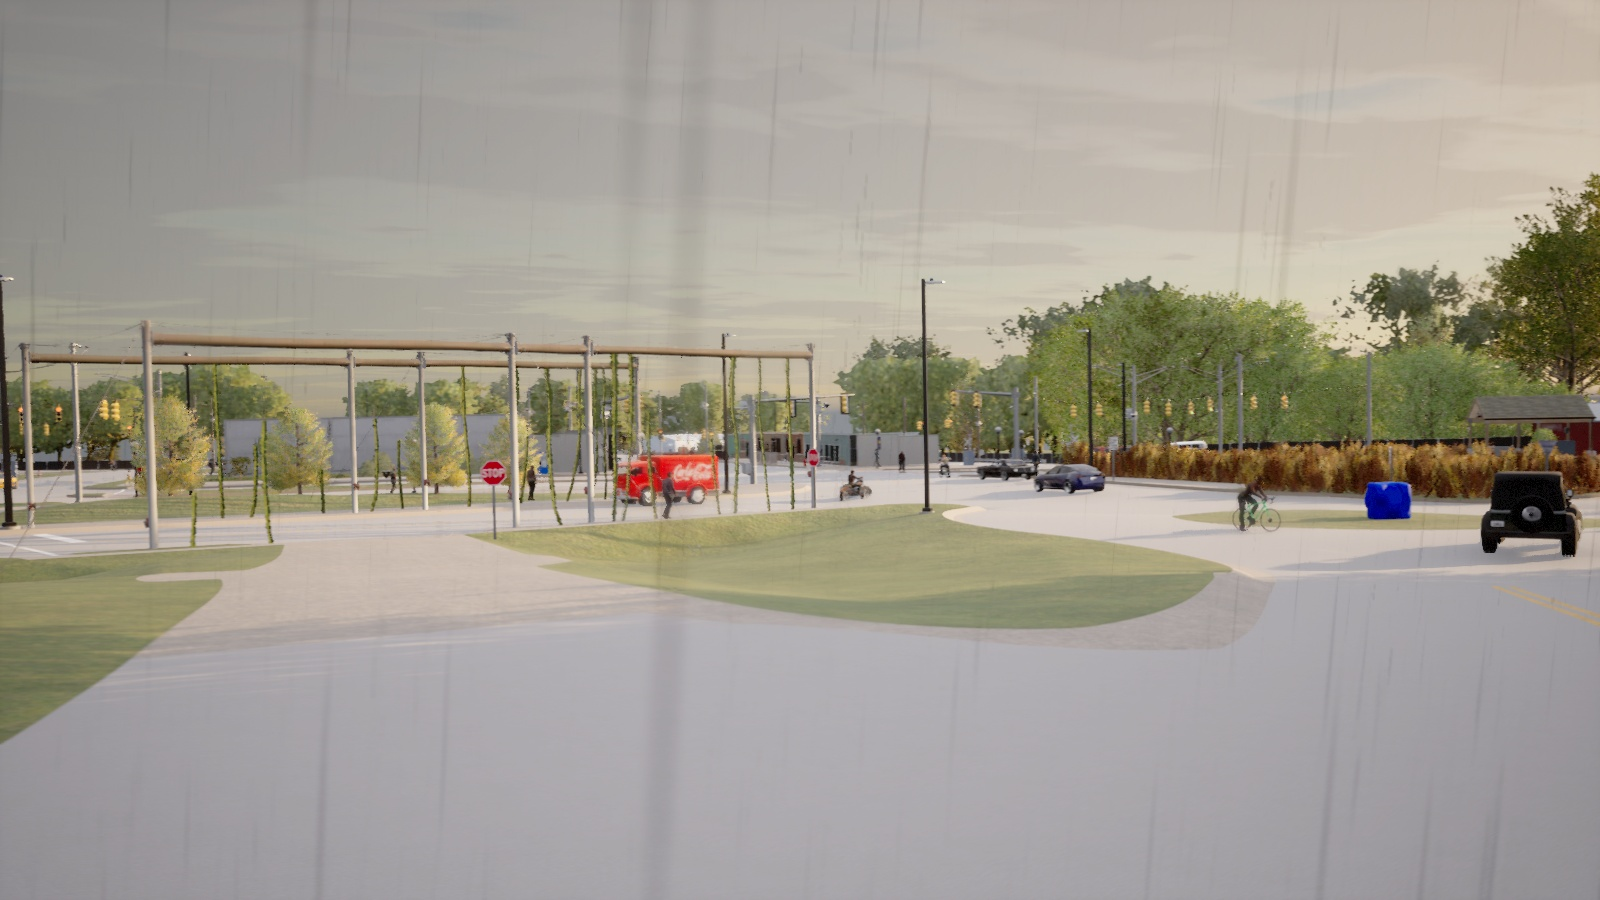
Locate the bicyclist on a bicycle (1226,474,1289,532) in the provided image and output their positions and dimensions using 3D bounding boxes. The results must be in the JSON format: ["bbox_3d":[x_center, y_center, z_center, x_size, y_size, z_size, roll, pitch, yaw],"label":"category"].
[{"bbox_3d":[13.309,1.524,36.595,0.582,1.620,1.656,-1,0,-34],"label":"bicyclist on a bicycle"}]

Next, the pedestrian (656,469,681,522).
[{"bbox_3d":[-4.964,1.705,47.434,0.423,1.949,0.788,0,2,42],"label":"pedestrian"}]

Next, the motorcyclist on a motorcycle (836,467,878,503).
[{"bbox_3d":[2.947,1.789,64.845,0.766,1.649,2.350,0,3,43],"label":"motorcyclist on a motorcycle"}]

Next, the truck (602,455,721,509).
[{"bbox_3d":[-6.843,1.524,62.327,5.204,2.467,2.627,-1,1,-37],"label":"truck"}]

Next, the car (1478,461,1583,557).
[{"bbox_3d":[17.202,1.306,29.481,1.905,1.878,3.866,-1,2,33],"label":"car"}]

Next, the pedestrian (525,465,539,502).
[{"bbox_3d":[-13.530,1.692,63.360,0.331,1.846,0.634,0,2,29],"label":"pedestrian"}]

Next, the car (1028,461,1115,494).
[{"bbox_3d":[14.094,1.413,65.478,2.163,1.488,4.792,-3,1,-20],"label":"car"}]

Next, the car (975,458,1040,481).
[{"bbox_3d":[12.966,1.182,78.706,1.895,1.301,4.718,-2,1,-20],"label":"car"}]
